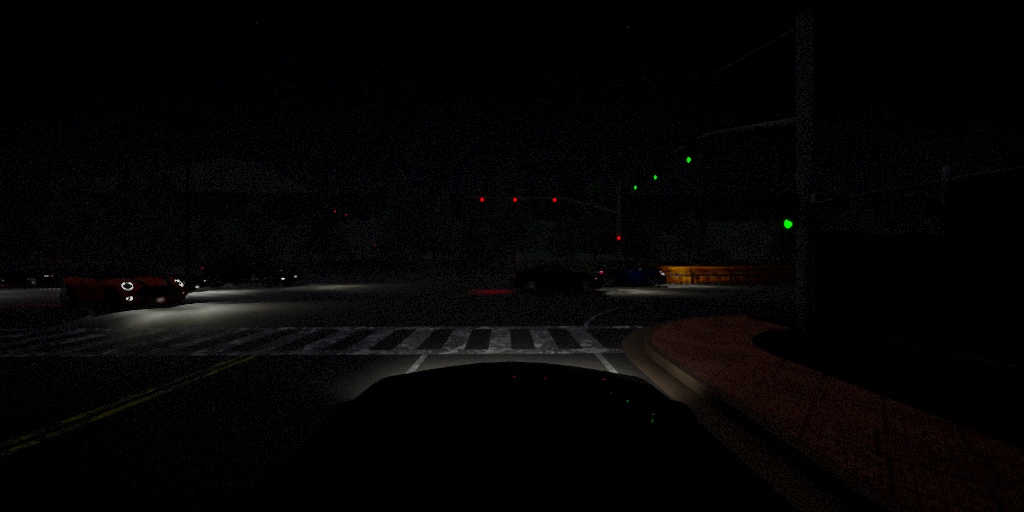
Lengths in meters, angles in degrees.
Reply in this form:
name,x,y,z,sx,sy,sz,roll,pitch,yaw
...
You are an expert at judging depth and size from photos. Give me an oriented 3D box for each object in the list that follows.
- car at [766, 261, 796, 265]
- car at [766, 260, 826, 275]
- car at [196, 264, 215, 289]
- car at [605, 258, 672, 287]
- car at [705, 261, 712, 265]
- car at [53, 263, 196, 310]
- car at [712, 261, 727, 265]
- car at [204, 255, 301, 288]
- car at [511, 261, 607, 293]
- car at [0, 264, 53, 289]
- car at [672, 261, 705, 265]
name,x,y,z,sx,sy,sz,roll,pitch,yaw
car,22.963,1.351,31.507,4.718,1.301,1.895,0,0,-2
car,30.587,1.241,38.741,4.902,1.511,2.128,0,0,-2
car,-19.824,1.298,19.470,5.357,1.411,2.033,0,0,-2
car,7.745,1.101,23.830,4.553,1.767,2.097,0,0,-2
car,16.352,1.276,34.802,4.674,1.442,1.812,0,0,-2
car,-15.569,1.102,14.448,4.553,1.767,2.097,0,0,19
car,20.535,1.255,38.436,4.892,1.490,1.837,0,0,-2
car,-16.741,0.972,23.069,5.566,2.045,2.150,0,0,-2
car,2.440,1.227,20.163,5.008,1.535,1.882,0,0,-2
car,-30.643,1.229,22.638,4.902,1.511,2.128,0,0,-2
car,13.708,1.255,31.219,4.892,1.490,1.837,0,0,-2
